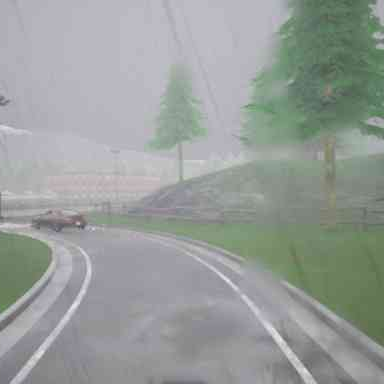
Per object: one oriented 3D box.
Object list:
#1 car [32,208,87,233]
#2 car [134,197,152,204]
[{"bbox_3d":[-8.654,1.783,21.656,4.674,1.442,1.812,-2,-1,40],"label":"car"},{"bbox_3d":[-10.632,1.879,73.761,1.837,1.490,4.892,-2,0,39],"label":"car"}]
